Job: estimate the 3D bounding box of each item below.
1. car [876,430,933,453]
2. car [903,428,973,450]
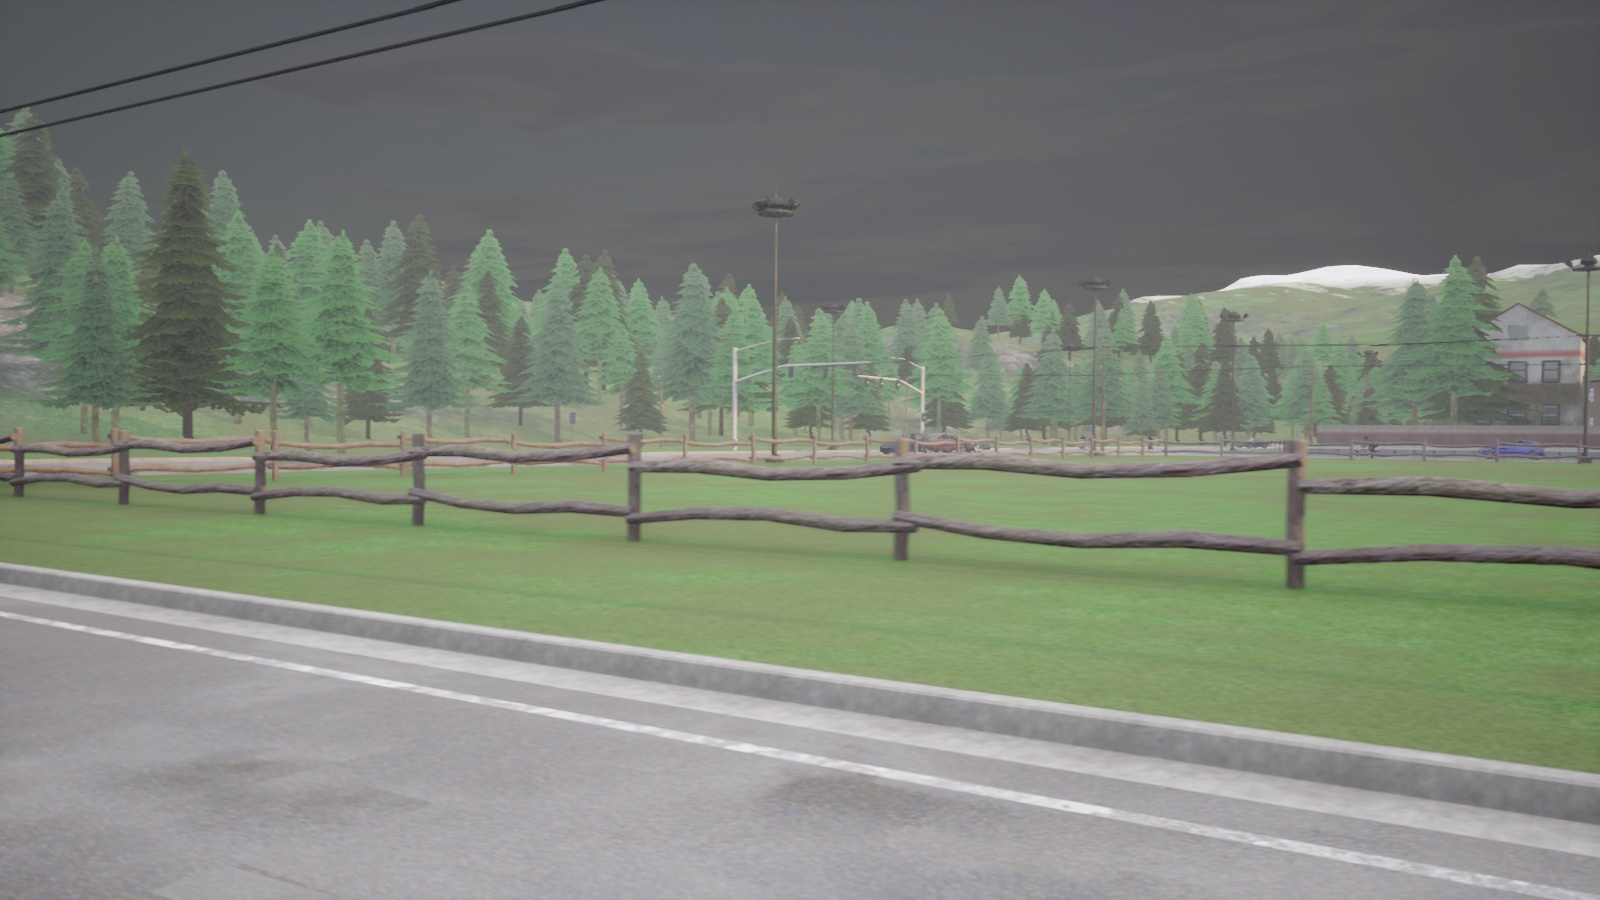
[{"bbox_3d":[7.480,-0.621,89.486,3.988,1.617,1.851,-1,1,-43],"label":"car"},{"bbox_3d":[10.597,-0.862,96.378,5.027,1.651,2.152,-1,1,-31],"label":"car"}]
